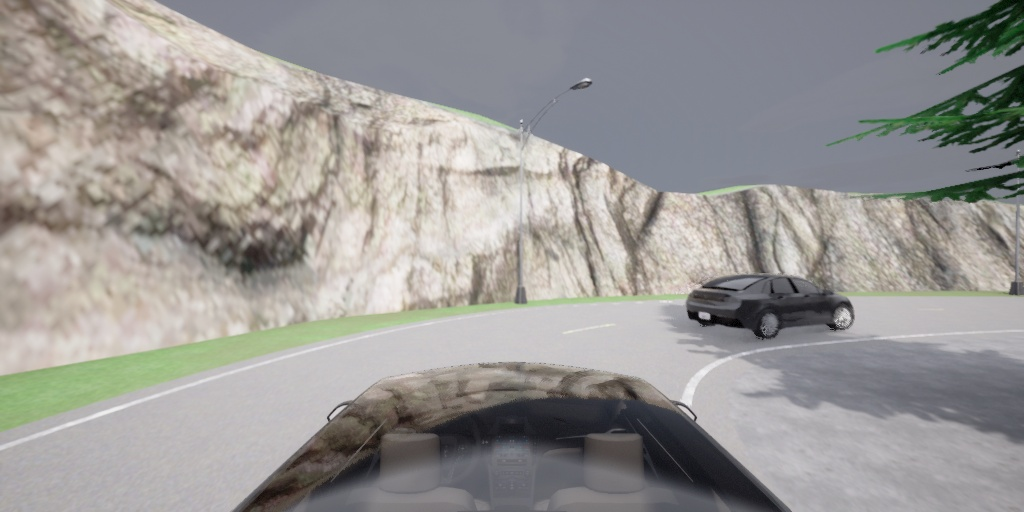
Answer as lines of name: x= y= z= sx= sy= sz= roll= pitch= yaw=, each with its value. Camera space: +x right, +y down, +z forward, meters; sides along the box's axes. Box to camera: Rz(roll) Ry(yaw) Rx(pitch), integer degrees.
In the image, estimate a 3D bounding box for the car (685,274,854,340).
car: x=7.058 y=1.238 z=9.798 sx=4.892 sy=1.490 sz=1.837 roll=0 pitch=0 yaw=-21
